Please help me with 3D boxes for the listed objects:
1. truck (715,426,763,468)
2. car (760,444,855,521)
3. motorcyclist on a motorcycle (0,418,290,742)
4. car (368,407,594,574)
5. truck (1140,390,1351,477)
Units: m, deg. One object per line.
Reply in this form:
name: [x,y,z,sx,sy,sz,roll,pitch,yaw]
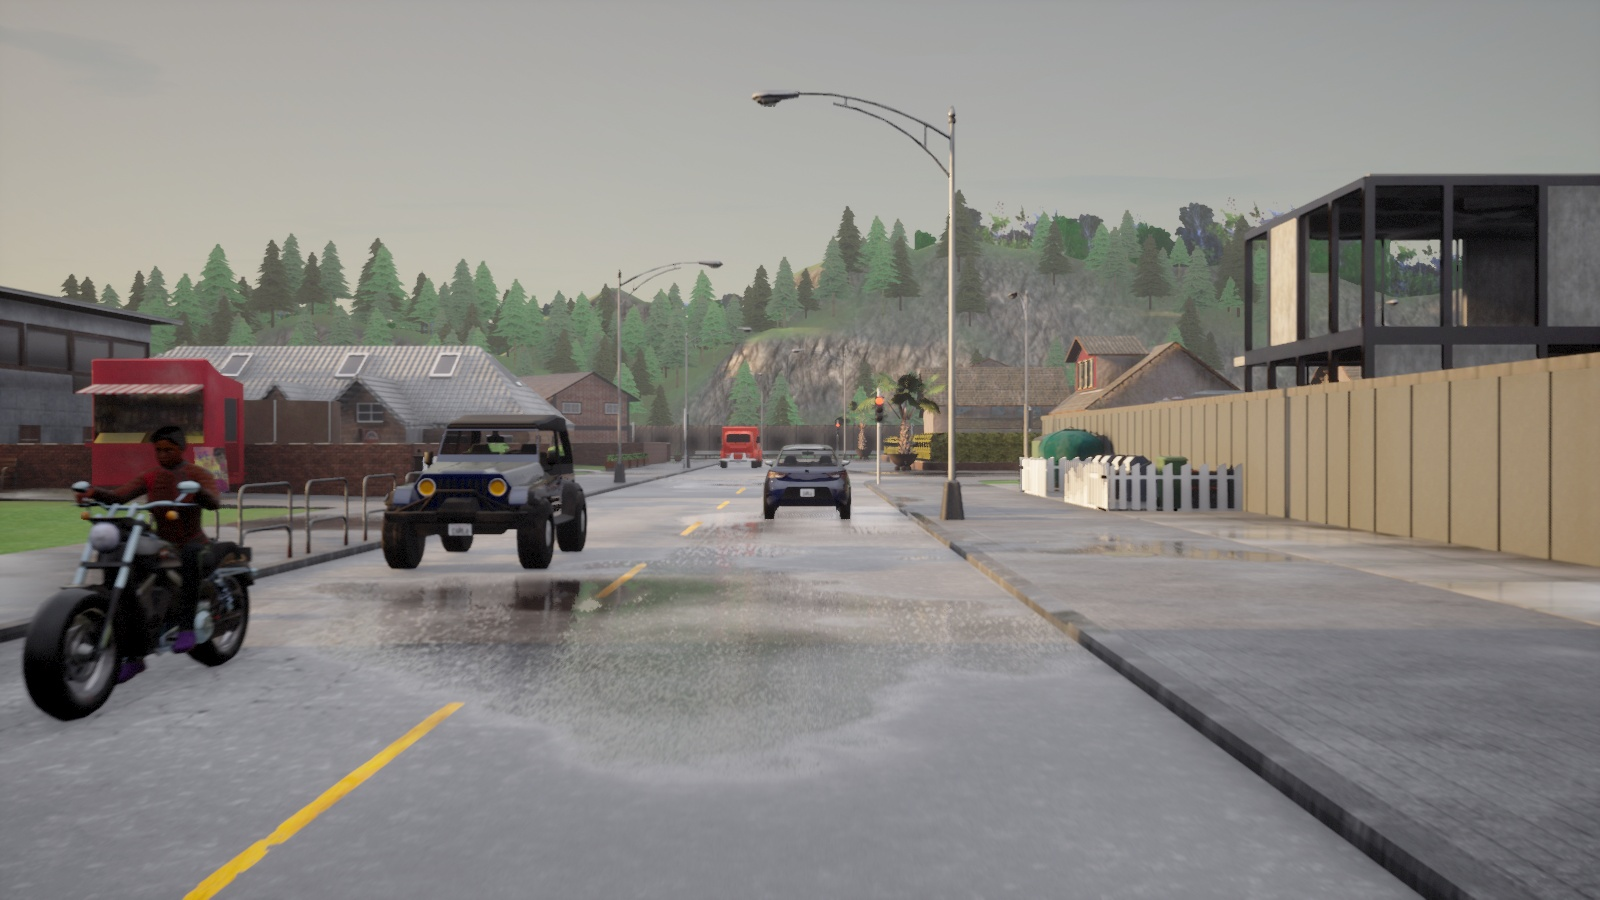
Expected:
truck: [-3.599,-0.157,75.437,2.627,2.467,5.204,0,0,0]
car: [0.151,0.613,26.165,1.816,1.474,4.193,0,0,0]
motorcyclist on a motorcycle: [-3.944,0.651,7.571,0.766,1.649,2.350,0,0,0]
car: [-3.901,0.449,16.060,1.905,1.878,3.866,0,0,0]
truck: [20.005,-0.722,56.735,8.468,3.827,2.891,0,0,0]
